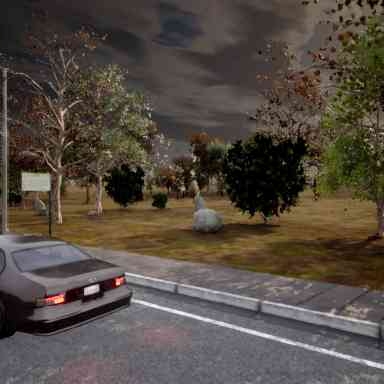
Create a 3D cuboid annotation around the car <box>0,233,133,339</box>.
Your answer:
[{"bbox_3d":[-3.580,1.547,6.557,5.357,1.411,2.033,0,0,36],"label":"car"}]
